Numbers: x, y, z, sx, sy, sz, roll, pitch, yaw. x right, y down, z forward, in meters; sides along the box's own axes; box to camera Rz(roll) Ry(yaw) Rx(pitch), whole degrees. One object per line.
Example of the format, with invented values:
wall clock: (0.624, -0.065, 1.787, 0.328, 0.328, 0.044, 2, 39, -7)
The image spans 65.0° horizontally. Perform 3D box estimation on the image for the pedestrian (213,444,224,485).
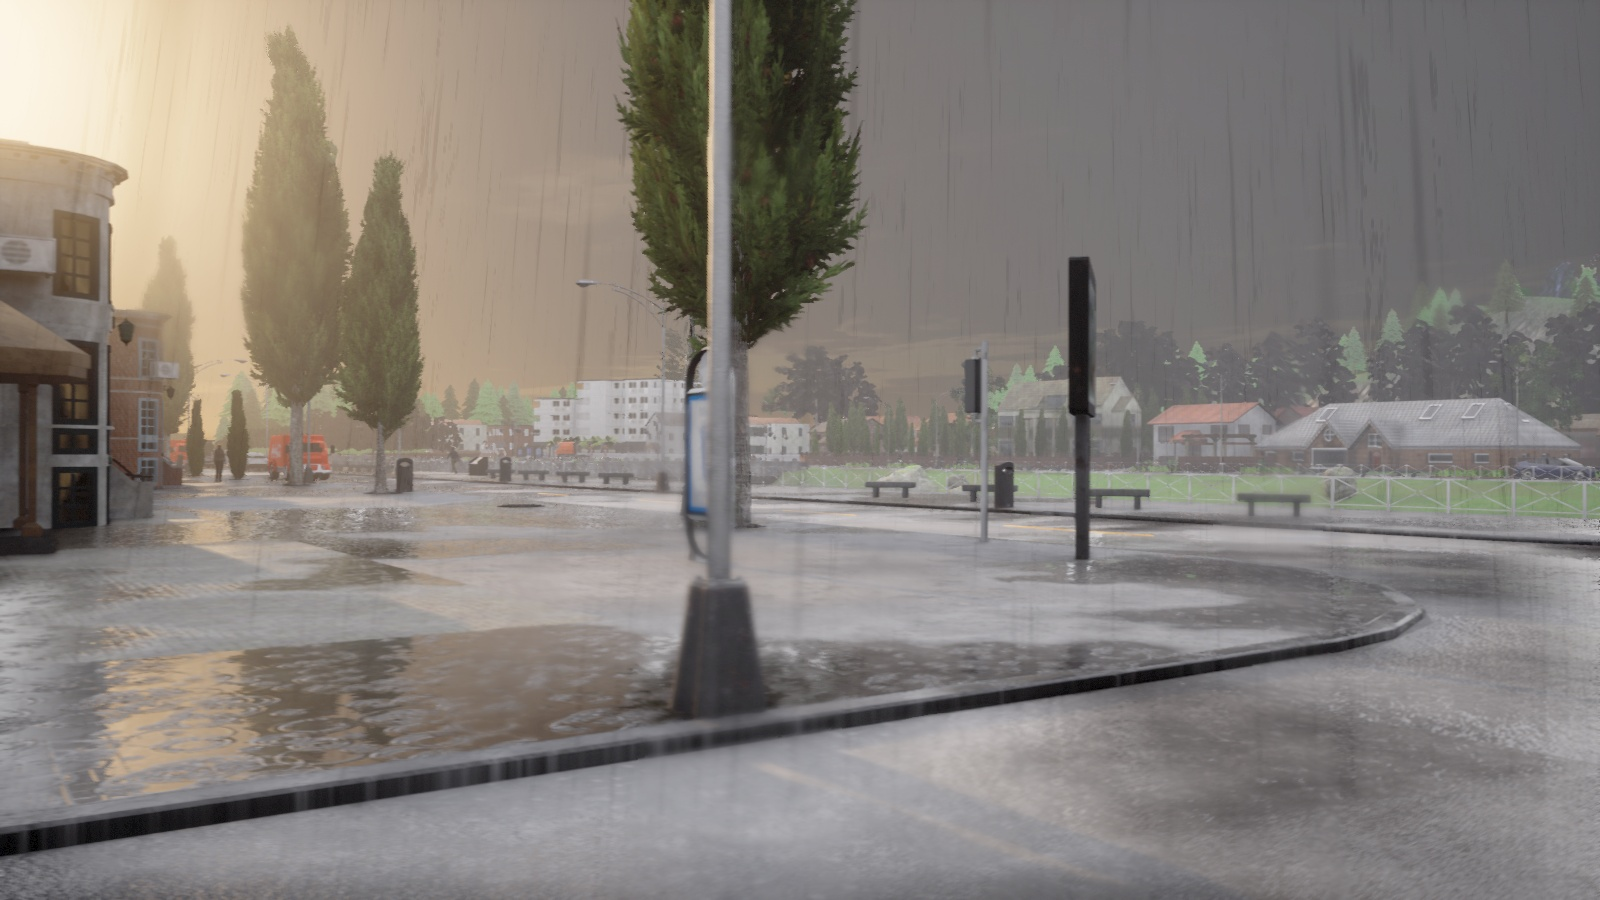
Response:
pedestrian: (-26.712, 0.664, 57.675, 0.331, 1.846, 0.634, 0, 0, -34)

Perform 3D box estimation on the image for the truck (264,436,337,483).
truck: (-27.259, 0.508, 68.425, 2.627, 2.467, 5.204, 0, 0, -35)

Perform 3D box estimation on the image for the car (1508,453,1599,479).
car: (46.524, 0.960, 77.157, 2.163, 1.488, 4.792, 0, 0, -35)
